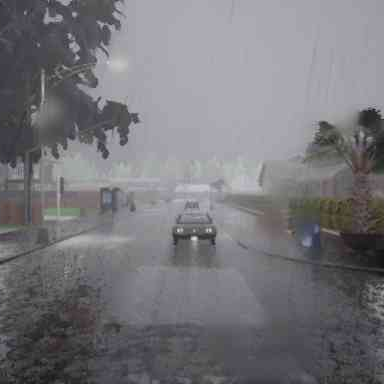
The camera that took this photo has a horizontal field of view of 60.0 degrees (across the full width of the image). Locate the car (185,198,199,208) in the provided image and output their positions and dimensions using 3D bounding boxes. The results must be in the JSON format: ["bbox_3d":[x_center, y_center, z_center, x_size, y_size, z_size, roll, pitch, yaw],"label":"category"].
[{"bbox_3d":[0.004,1.613,46.459,1.882,1.535,5.008,0,0,0],"label":"car"}]

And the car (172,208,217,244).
[{"bbox_3d":[0.099,1.648,16.086,1.895,1.301,4.718,0,0,0],"label":"car"}]

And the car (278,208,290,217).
[{"bbox_3d":[8.882,1.426,24.161,5.357,1.415,2.033,0,0,3],"label":"car"}]
